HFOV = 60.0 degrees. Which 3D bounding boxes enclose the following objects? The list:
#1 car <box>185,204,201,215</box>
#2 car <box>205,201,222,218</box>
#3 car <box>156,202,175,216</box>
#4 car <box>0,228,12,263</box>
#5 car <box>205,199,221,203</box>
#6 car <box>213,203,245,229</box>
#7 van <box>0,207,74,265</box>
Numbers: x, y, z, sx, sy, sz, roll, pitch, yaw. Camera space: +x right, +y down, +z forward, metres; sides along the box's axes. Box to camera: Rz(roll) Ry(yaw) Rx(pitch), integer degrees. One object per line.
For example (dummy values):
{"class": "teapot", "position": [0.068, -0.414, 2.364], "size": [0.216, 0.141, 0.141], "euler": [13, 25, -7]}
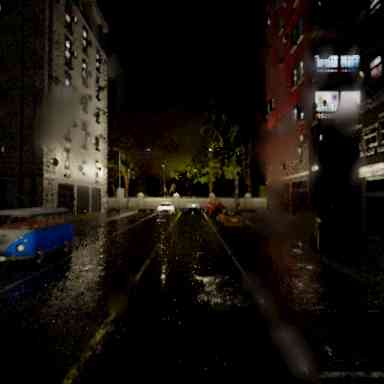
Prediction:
{"class": "car", "position": [0.090, 2.037, 39.332], "size": [1.895, 1.301, 4.718], "euler": [0, -1, 0]}
{"class": "car", "position": [2.694, 1.931, 34.778], "size": [1.887, 1.381, 4.507], "euler": [1, -1, 0]}
{"class": "car", "position": [-3.022, 1.958, 39.009], "size": [1.812, 1.442, 4.674], "euler": [0, -1, 0]}
{"class": "car", "position": [-5.647, 1.621, 6.234], "size": [2.008, 1.369, 4.403], "euler": [1, -1, 0]}
{"class": "car", "position": [2.696, 1.764, 40.476], "size": [2.192, 1.841, 5.009], "euler": [1, -1, 0]}
{"class": "car", "position": [2.697, 1.787, 23.555], "size": [1.752, 1.417, 4.829], "euler": [1, -1, 0]}
{"class": "van", "position": [-5.645, 1.474, 11.932], "size": [1.690, 1.788, 3.998], "euler": [1, -1, 0]}
